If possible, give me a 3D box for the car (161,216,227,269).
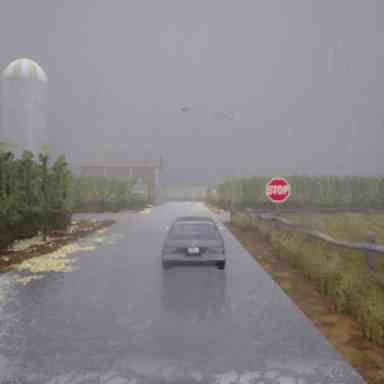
[{"bbox_3d":[0.062,1.512,10.927,2.033,1.411,5.357,0,0,0],"label":"car"}]
